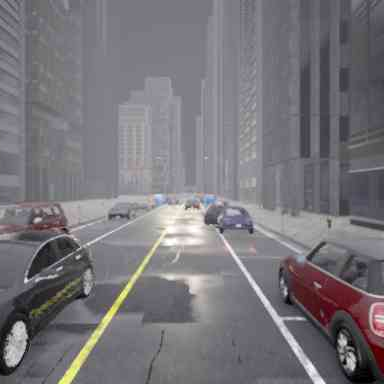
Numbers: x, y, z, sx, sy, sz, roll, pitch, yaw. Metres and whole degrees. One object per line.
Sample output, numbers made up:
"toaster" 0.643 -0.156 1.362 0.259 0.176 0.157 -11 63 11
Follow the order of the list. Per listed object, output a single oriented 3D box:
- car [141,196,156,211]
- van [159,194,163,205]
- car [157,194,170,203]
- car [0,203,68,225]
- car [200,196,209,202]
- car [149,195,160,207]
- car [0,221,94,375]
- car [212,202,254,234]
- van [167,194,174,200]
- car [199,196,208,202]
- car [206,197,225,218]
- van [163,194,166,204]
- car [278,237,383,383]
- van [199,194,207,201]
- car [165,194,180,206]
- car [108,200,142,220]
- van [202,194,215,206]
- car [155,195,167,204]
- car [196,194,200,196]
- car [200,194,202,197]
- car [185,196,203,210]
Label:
"car" -5.759 1.547 39.294 2.008 1.369 4.403 0 0 0
"van" -5.758 1.337 50.575 1.690 1.788 3.998 0 0 0
"car" -5.755 1.308 67.498 2.192 1.841 5.009 0 0 0
"car" -5.765 1.314 11.090 2.192 1.841 5.009 0 0 0
"car" 2.772 1.574 73.141 1.802 1.307 4.206 0 0 0
"car" -5.758 1.521 44.764 1.752 1.417 4.829 0 0 0
"car" -3.099 1.504 5.637 1.837 1.490 4.892 0 0 0
"car" 2.356 1.524 19.120 1.812 1.442 4.674 0 0 0
"van" -5.752 1.330 90.062 1.690 1.788 3.998 0 0 0
"car" 2.773 1.557 78.782 1.947 1.339 4.313 0 0 0
"car" 2.765 1.542 33.656 1.887 1.381 4.507 0 0 0
"van" -5.757 1.336 56.216 1.690 1.788 3.998 0 0 0
"car" 2.760 1.440 5.453 1.967 1.590 4.097 0 0 0
"van" 2.773 1.331 84.422 1.690 1.788 3.998 0 0 0
"car" -3.014 1.502 56.033 1.837 1.490 4.892 0 -1 0
"car" -5.761 1.564 28.012 1.947 1.339 4.313 0 0 0
"van" 2.767 1.336 50.578 1.690 1.788 3.998 0 0 0
"car" -5.756 1.434 61.856 1.967 1.590 4.097 0 0 0
"car" 0.009 1.472 55.203 1.882 1.535 5.008 0 0 0
"car" 2.771 1.575 67.500 1.802 1.307 4.206 0 0 0
"car" 0.064 1.597 43.484 1.895 1.301 4.718 0 0 0
